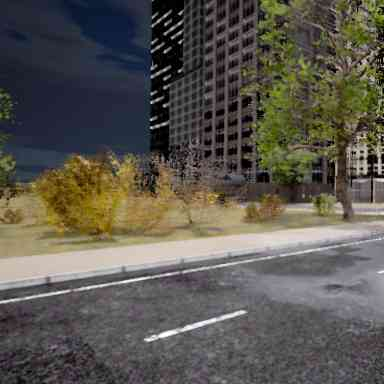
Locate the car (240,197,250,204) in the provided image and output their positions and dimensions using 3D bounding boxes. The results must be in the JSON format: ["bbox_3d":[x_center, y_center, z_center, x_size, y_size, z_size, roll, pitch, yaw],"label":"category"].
[{"bbox_3d":[9.427,1.550,66.568,2.128,1.511,4.902,1,-1,-34],"label":"car"}]
